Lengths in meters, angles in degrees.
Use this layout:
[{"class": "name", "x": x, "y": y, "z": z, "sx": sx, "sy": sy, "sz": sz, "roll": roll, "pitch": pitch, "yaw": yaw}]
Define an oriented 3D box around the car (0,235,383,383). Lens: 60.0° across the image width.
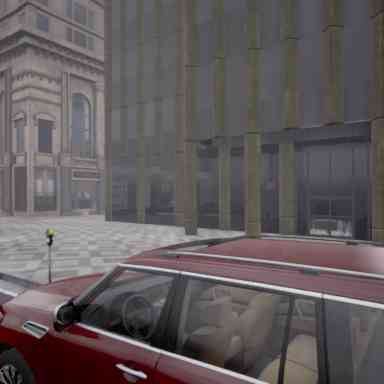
[{"class": "car", "x": 0.262, "y": 1.315, "z": 2.787, "sx": 5.009, "sy": 1.841, "sz": 2.192, "roll": 0, "pitch": 0, "yaw": 36}]
